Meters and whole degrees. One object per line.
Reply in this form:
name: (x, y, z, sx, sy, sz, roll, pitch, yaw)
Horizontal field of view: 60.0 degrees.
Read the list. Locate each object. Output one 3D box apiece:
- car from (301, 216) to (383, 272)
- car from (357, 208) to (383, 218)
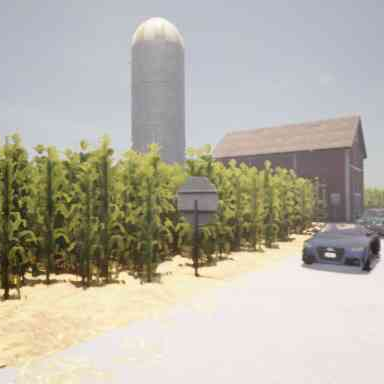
car: (5.297, 1.750, 11.640, 1.994, 1.385, 4.181, -1, -2, 35)
car: (11.210, 1.759, 19.977, 2.097, 1.767, 4.553, -1, -2, 35)
